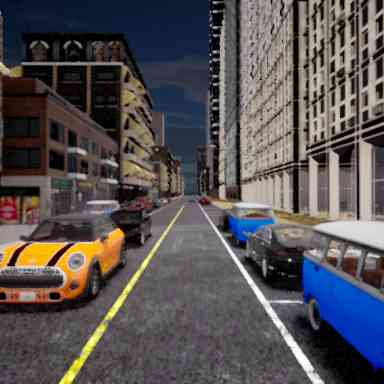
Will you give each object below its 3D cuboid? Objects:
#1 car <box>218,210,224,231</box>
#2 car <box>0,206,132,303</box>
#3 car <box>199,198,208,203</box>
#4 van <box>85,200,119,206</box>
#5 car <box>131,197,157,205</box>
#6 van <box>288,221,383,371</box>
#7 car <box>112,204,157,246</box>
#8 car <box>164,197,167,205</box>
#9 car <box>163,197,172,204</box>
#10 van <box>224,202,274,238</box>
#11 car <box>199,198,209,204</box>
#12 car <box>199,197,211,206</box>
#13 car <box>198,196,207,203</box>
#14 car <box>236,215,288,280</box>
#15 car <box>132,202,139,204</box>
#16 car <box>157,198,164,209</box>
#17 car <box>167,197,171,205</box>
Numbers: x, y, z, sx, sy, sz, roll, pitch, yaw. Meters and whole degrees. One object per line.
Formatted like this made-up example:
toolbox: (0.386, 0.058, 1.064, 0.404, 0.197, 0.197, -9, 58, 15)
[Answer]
car: (2.677, 1.663, 21.179, 1.947, 1.339, 4.313, 0, 0, 0)
car: (-3.094, 1.392, 8.514, 2.097, 1.767, 4.553, 0, 0, 0)
car: (2.641, 1.969, 77.664, 1.802, 1.307, 4.206, 0, 0, 0)
van: (-5.703, 1.439, 21.175, 1.690, 1.788, 3.998, 0, 0, 0)
car: (-5.714, 1.495, 38.120, 2.192, 1.841, 5.009, 0, 0, 0)
van: (2.688, 1.360, 4.234, 1.690, 1.788, 3.998, 0, 0, 0)
car: (-3.010, 1.561, 15.807, 1.882, 1.535, 5.008, 0, 0, 0)
car: (-5.724, 1.816, 55.064, 2.008, 1.369, 4.403, 0, 0, 0)
car: (-5.739, 1.933, 77.659, 1.887, 1.381, 4.507, 0, 0, 0)
van: (2.681, 1.412, 15.531, 1.690, 1.788, 3.998, 0, 0, 0)
car: (2.645, 1.922, 72.015, 1.947, 1.339, 4.313, 0, 0, 0)
car: (2.652, 1.876, 60.718, 1.802, 1.307, 4.206, 0, 0, 0)
car: (2.638, 1.860, 83.313, 1.967, 1.590, 4.097, 0, 0, 0)
car: (2.685, 1.596, 9.882, 2.008, 1.369, 4.403, 0, 0, 0)
car: (-5.707, 1.707, 26.822, 1.802, 1.307, 4.206, 0, 0, 0)
car: (-5.721, 1.802, 49.416, 1.947, 1.339, 4.313, 0, 0, 0)
car: (-5.731, 1.850, 66.192, 1.752, 1.417, 4.829, 0, 0, 0)
